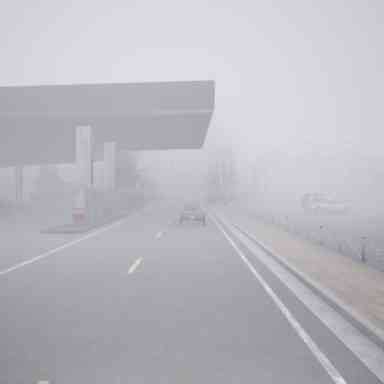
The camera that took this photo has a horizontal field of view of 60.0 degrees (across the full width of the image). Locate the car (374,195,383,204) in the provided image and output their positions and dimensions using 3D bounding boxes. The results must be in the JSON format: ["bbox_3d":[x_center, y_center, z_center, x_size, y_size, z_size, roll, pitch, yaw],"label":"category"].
[{"bbox_3d":[34.431,1.044,57.243,5.566,2.045,2.150,0,0,0],"label":"car"}]

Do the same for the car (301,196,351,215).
[{"bbox_3d":[12.733,1.359,31.247,3.806,1.475,1.970,0,0,0],"label":"car"}]

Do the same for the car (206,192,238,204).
[{"bbox_3d":[5.122,1.004,57.598,5.566,2.045,2.150,0,0,10],"label":"car"}]

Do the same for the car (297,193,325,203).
[{"bbox_3d":[13.330,1.074,34.574,3.866,1.878,1.905,0,0,0],"label":"car"}]

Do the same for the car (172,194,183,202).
[{"bbox_3d":[-3.380,1.300,75.004,2.097,1.767,4.553,0,0,0],"label":"car"}]

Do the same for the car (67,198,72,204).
[{"bbox_3d":[-19.111,1.282,57.181,4.674,1.442,1.812,1,1,0],"label":"car"}]

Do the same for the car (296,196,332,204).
[{"bbox_3d":[20.900,1.348,57.222,5.357,1.411,2.033,0,0,0],"label":"car"}]

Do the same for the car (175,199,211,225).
[{"bbox_3d":[0.037,1.475,23.953,2.128,1.511,4.902,0,0,0],"label":"car"}]

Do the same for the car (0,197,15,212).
[{"bbox_3d":[-20.673,1.426,34.974,2.242,1.667,4.611,0,0,0],"label":"car"}]

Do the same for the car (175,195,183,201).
[{"bbox_3d":[-3.364,1.533,85.141,1.895,1.301,4.718,0,0,0],"label":"car"}]
